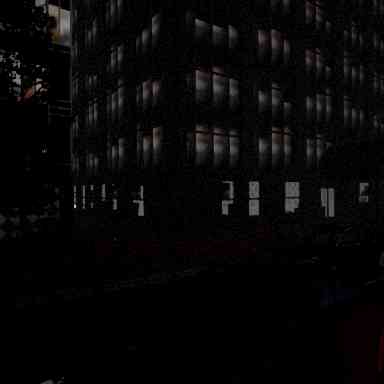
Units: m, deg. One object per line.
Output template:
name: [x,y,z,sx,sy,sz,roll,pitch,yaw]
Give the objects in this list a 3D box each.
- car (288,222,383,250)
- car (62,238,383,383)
car: [3.932,1.549,9.401,4.403,1.369,2.008,0,-1,-36]
car: [0.729,1.563,3.907,4.181,1.385,1.994,0,0,-36]
